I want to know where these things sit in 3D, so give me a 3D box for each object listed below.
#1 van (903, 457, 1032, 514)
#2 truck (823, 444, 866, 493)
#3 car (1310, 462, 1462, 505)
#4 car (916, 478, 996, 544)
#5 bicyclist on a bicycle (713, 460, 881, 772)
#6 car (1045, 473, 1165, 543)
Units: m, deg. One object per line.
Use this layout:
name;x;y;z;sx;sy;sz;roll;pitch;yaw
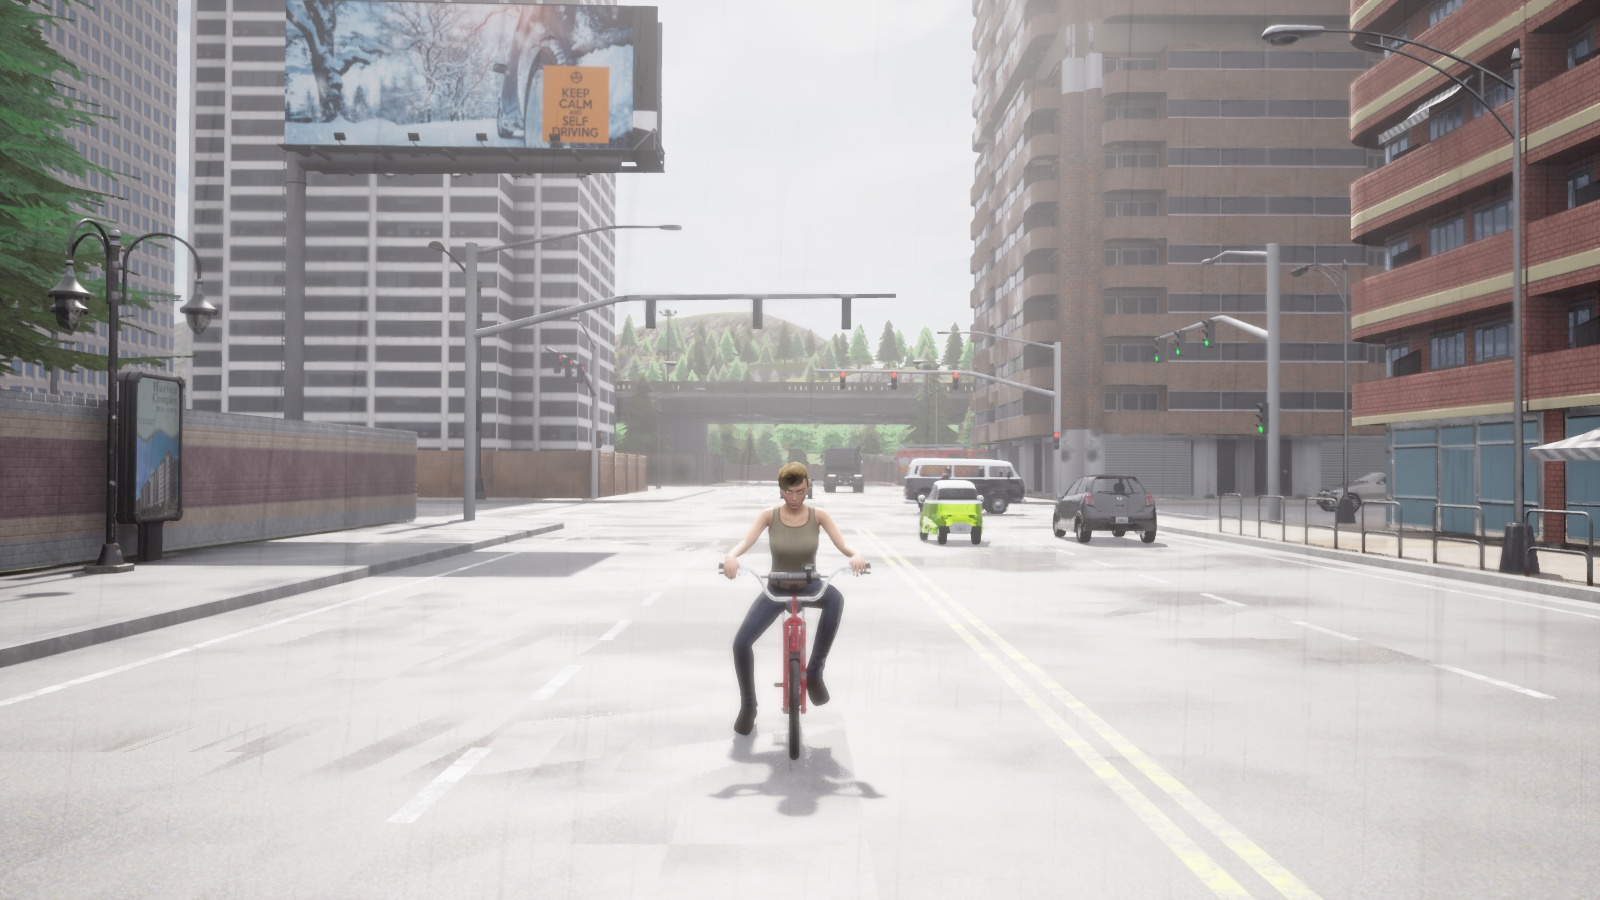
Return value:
van;6.142;1.292;46.486;4.480;2.038;2.069;0;-1;0
truck;3.248;1.386;93.548;2.891;3.462;7.936;0;-1;0
car;23.241;1.337;49.939;5.027;1.651;2.152;0;-1;0
car;3.426;1.322;27.811;1.481;1.376;2.207;0;-1;0
bicyclist on a bicycle;-0.027;0.873;7.275;0.866;1.612;1.509;0;-1;-1
car;6.923;1.284;28.835;1.845;1.501;3.633;0;-1;0
